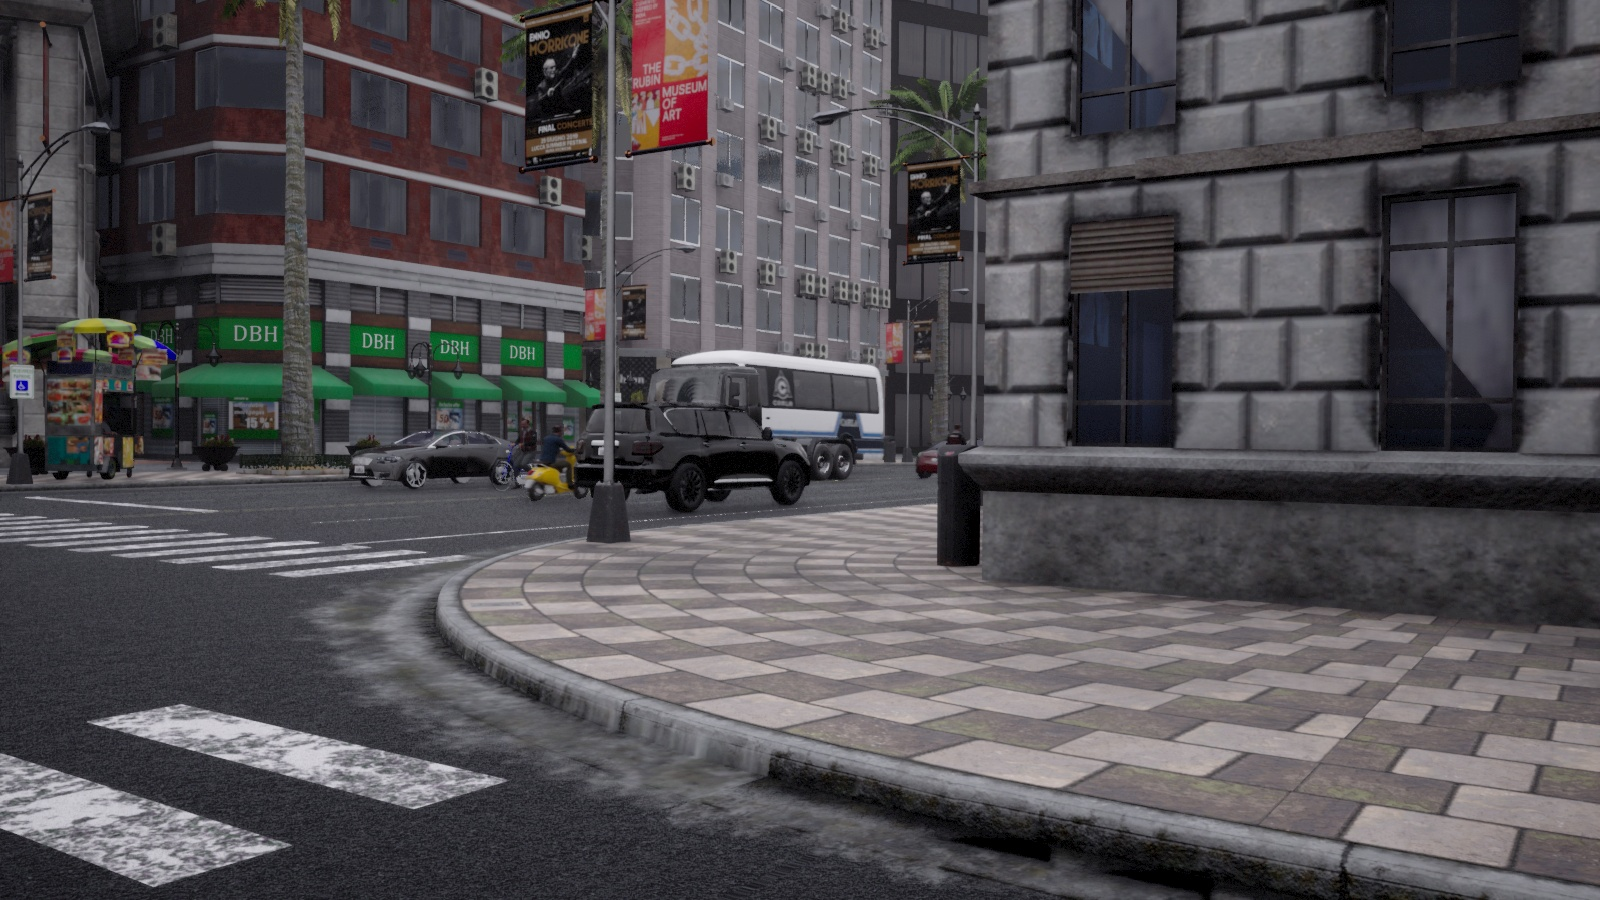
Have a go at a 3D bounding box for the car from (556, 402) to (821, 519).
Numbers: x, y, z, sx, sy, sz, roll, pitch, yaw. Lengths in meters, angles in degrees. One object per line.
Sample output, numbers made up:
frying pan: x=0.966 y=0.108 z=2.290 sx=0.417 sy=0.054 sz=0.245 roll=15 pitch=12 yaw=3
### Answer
car: x=-2.011 y=0.132 z=24.728 sx=2.150 sy=2.045 sz=5.566 roll=0 pitch=1 yaw=34

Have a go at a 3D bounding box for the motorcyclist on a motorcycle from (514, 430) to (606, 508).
motorcyclist on a motorcycle: x=-5.045 y=0.369 z=26.494 sx=0.866 sy=1.590 sz=1.817 roll=0 pitch=1 yaw=34

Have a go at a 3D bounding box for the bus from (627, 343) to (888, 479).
bus: x=-1.182 y=-1.243 z=44.633 sx=3.944 sy=4.253 sz=10.273 roll=0 pitch=0 yaw=34

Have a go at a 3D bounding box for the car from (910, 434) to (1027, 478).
car: x=5.687 y=0.171 z=41.984 sx=1.994 sy=1.385 sz=4.181 roll=0 pitch=1 yaw=39

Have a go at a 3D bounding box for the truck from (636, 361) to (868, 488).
truck: x=-1.242 y=-0.762 z=38.334 sx=2.891 sy=3.462 sz=7.936 roll=0 pitch=1 yaw=34

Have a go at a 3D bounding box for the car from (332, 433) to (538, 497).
car: x=-9.366 y=0.327 z=32.628 sx=2.128 sy=1.511 sz=4.902 roll=0 pitch=1 yaw=34

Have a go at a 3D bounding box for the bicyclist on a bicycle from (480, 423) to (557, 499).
bicyclist on a bicycle: x=-6.766 y=0.250 z=30.288 sx=0.659 sy=1.776 sz=1.843 roll=0 pitch=1 yaw=33
